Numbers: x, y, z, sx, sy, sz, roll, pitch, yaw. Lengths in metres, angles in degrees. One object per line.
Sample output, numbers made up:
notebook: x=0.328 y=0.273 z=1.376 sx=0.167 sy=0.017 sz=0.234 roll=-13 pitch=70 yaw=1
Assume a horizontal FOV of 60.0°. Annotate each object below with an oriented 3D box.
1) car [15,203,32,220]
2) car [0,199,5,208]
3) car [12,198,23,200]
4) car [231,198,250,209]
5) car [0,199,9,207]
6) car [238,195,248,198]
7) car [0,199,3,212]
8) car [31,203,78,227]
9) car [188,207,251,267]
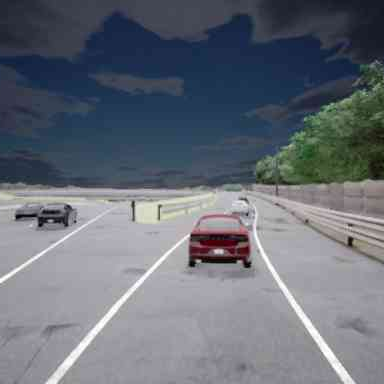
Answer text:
car: x=-13.486 y=1.597 z=28.398 sx=1.994 sy=1.385 sz=4.181 roll=0 pitch=-1 yaw=-10
car: x=-32.163 y=1.811 z=53.499 sx=2.128 sy=1.511 sz=4.902 roll=0 pitch=-1 yaw=-10
car: x=-34.095 y=1.899 z=64.630 sx=2.097 sy=1.767 sz=4.553 roll=0 pitch=-1 yaw=-10
car: x=5.011 y=1.630 z=34.787 sx=1.812 sy=1.442 sz=4.674 roll=0 pitch=0 yaw=11
car: x=-37.627 y=2.075 z=64.508 sx=2.033 sy=1.411 sz=5.357 roll=0 pitch=-1 yaw=-10
car: x=9.131 y=1.390 z=60.200 sx=1.837 sy=1.490 sz=4.892 roll=0 pitch=1 yaw=8
car: x=-16.433 y=1.212 z=24.925 sx=2.150 sy=2.045 sz=5.566 roll=0 pitch=0 yaw=-10
car: x=-9.027 y=1.510 z=22.596 sx=1.837 sy=1.490 sz=4.892 roll=0 pitch=0 yaw=-10
car: x=0.998 y=1.504 z=11.657 sx=1.882 sy=1.535 sz=5.008 roll=0 pitch=0 yaw=6
